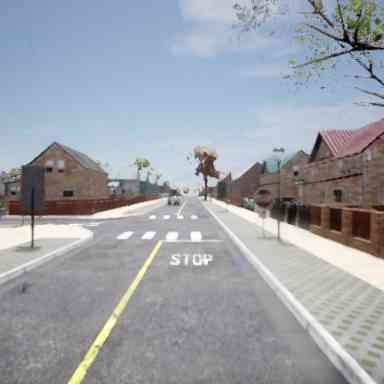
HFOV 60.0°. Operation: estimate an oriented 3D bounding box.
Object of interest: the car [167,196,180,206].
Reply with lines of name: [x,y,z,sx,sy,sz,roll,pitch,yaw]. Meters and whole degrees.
car: [-2.749,1.336,49.923,2.128,1.511,4.902,0,0,0]
